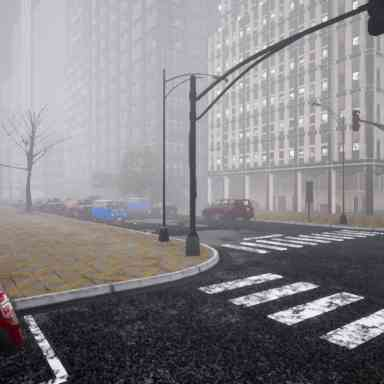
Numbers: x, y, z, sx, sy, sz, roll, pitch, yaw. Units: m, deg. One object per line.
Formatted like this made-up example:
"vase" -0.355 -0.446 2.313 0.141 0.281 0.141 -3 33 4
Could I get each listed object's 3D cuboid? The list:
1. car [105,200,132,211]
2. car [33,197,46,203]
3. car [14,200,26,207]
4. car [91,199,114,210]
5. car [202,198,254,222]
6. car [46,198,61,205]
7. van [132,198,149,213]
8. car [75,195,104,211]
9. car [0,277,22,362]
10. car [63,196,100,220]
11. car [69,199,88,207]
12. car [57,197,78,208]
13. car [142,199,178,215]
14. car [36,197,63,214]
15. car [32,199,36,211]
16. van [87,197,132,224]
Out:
"car" -10.006 1.847 45.177 1.947 1.339 4.313 0 0 -36
"car" -39.054 2.063 85.110 1.882 1.535 5.008 0 0 -36
"car" -30.279 1.994 58.554 1.802 1.307 4.206 0 0 -36
"car" -13.489 1.844 49.900 1.752 1.417 4.829 0 0 -36
"car" 2.931 1.454 27.625 2.192 1.841 5.009 0 0 -36
"car" -30.292 2.061 72.695 1.947 1.339 4.313 0 0 -36
"van" -6.627 1.586 40.591 1.690 1.788 3.998 0 0 -36
"car" -14.442 1.524 46.740 2.150 2.045 5.566 0 0 -36
"car" -4.209 1.440 3.554 4.097 1.590 1.967 0 0 -36
"car" -9.996 1.510 31.037 2.192 1.841 5.009 0 0 -36
"car" -20.149 1.940 58.935 2.008 1.369 4.403 0 0 -36
"car" -20.749 1.721 55.225 2.097 1.767 4.553 0 0 -36
"car" -3.245 1.758 36.004 2.008 1.369 4.403 0 0 -36
"car" -16.758 1.584 40.209 2.192 1.841 5.009 0 0 -36
"car" -20.138 1.745 44.796 1.967 1.590 4.097 0 0 -36
"van" -6.615 1.499 26.451 1.690 1.788 3.998 0 0 -36
